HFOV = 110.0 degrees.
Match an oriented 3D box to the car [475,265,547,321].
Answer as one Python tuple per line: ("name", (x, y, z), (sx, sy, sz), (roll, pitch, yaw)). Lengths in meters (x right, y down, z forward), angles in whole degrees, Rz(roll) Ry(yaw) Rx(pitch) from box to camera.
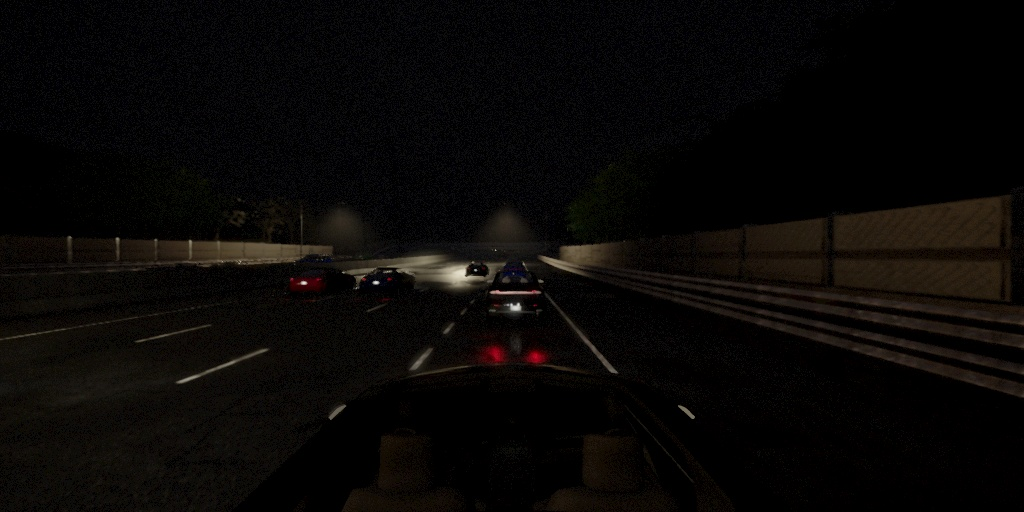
("car", (0.112, 1.248, 12.448), (2.128, 1.511, 4.902), (0, 0, 0))

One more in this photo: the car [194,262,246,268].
("car", (-27.979, 1.264, 35.011), (1.994, 1.385, 4.181), (0, 0, 1))

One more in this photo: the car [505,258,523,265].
("car", (0.182, 1.211, 30.641), (1.882, 1.535, 5.008), (0, 0, 0))

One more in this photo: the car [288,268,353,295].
("car", (-10.368, 1.325, 19.889), (1.994, 1.385, 4.181), (0, 0, 0))

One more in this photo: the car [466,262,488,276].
("car", (-3.389, 1.261, 35.559), (1.994, 1.385, 4.181), (0, 1, 0))

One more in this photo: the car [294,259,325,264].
("car", (-20.982, 1.295, 35.545), (1.895, 1.301, 4.718), (0, 1, 0))

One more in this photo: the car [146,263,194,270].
("car", (-31.492, 1.311, 33.830), (1.895, 1.301, 4.718), (0, 0, 0))

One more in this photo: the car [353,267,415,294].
("car", (-6.866, 1.325, 20.141), (1.994, 1.385, 4.181), (0, 0, 0))

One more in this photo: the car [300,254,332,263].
("car", (-24.407, 0.810, 44.228), (2.150, 2.045, 5.566), (0, 1, 1))
